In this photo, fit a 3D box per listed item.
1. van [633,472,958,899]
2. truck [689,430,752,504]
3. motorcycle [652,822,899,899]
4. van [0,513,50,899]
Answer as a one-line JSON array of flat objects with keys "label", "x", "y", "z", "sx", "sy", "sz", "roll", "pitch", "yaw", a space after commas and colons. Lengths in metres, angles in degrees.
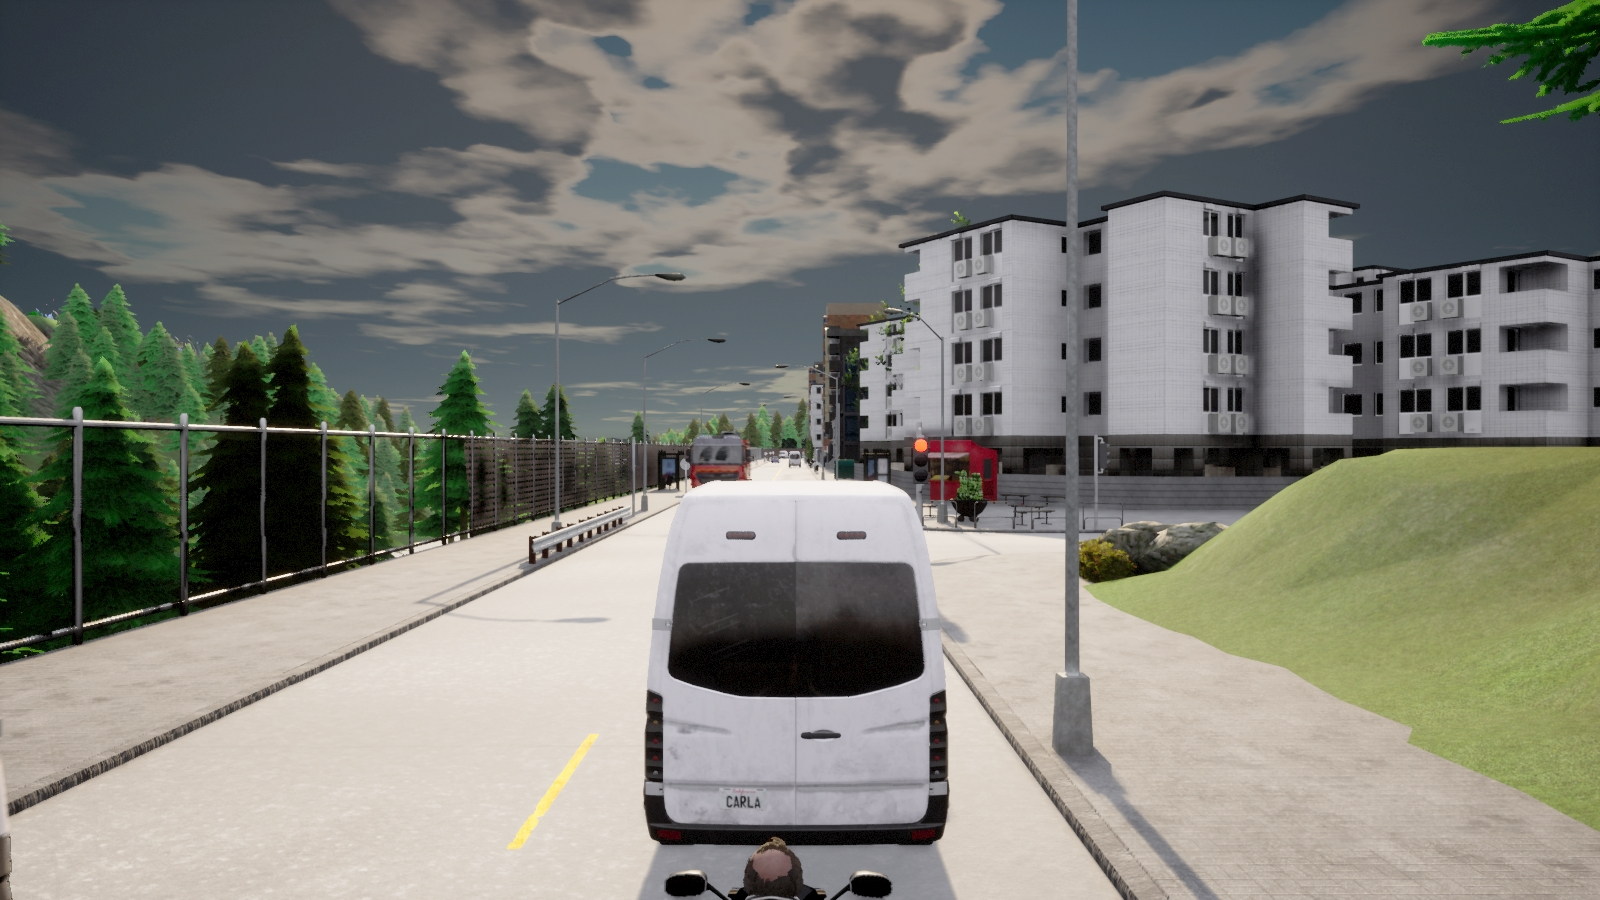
[{"label": "van", "x": -0.034, "y": 1.534, "z": 9.946, "sx": 1.988, "sy": 2.561, "sz": 5.915, "roll": 0, "pitch": 0, "yaw": 0}, {"label": "truck", "x": -4.277, "y": 0.890, "z": 63.077, "sx": 2.891, "sy": 3.827, "sz": 8.468, "roll": 0, "pitch": 0, "yaw": 0}, {"label": "motorcycle", "x": -0.090, "y": 2.205, "z": 3.746, "sx": 0.867, "sy": 1.251, "sz": 2.209, "roll": 0, "pitch": 0, "yaw": 1}, {"label": "van", "x": -3.988, "y": 1.534, "z": 1.621, "sx": 1.988, "sy": 2.561, "sz": 5.915, "roll": 0, "pitch": 0, "yaw": 0}]
